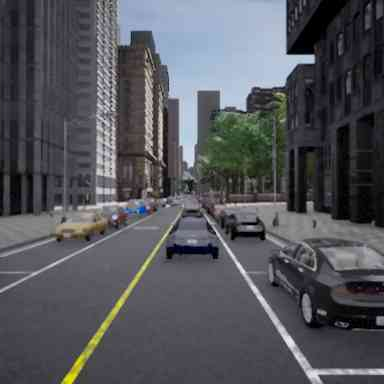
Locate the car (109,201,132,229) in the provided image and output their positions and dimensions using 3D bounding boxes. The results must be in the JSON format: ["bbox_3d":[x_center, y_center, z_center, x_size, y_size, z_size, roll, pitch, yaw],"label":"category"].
[{"bbox_3d":[-5.757,1.676,23.405,1.967,1.590,4.097,0,-1,0],"label":"car"}]

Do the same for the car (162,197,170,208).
[{"bbox_3d":[-5.746,2.177,61.816,1.947,1.339,4.313,0,-1,0],"label":"car"}]

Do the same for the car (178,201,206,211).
[{"bbox_3d":[0.028,1.794,28.506,1.837,1.490,4.892,0,0,0],"label":"car"}]

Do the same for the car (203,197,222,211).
[{"bbox_3d":[2.773,1.715,39.852,2.192,1.841,5.009,0,-1,0],"label":"car"}]

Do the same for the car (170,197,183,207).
[{"bbox_3d":[-3.005,2.192,63.561,1.994,1.385,4.181,0,-1,1],"label":"car"}]

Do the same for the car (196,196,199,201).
[{"bbox_3d":[2.786,2.405,88.354,1.947,1.339,4.313,0,0,0],"label":"car"}]

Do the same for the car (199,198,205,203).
[{"bbox_3d":[2.788,2.465,93.773,1.802,1.307,4.206,0,0,0],"label":"car"}]

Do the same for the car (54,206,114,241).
[{"bbox_3d":[-5.758,1.705,17.747,1.752,1.417,4.829,0,-1,0],"label":"car"}]

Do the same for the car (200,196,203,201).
[{"bbox_3d":[2.776,1.823,50.825,2.192,1.841,5.009,0,-1,0],"label":"car"}]

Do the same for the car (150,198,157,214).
[{"bbox_3d":[-5.752,1.840,39.867,1.967,1.590,4.097,0,-1,0],"label":"car"}]

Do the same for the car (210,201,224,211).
[{"bbox_3d":[2.770,1.818,29.047,1.752,1.417,4.829,0,-1,0],"label":"car"}]

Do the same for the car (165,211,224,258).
[{"bbox_3d":[0.025,1.703,13.504,1.994,1.385,4.181,0,0,0],"label":"car"}]

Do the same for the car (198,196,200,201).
[{"bbox_3d":[2.779,1.927,61.799,2.192,1.841,5.009,0,-1,0],"label":"car"}]

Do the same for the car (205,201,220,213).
[{"bbox_3d":[2.774,1.981,45.506,1.752,1.417,4.829,0,-1,0],"label":"car"}]

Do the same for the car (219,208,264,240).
[{"bbox_3d":[2.767,1.748,17.904,1.947,1.339,4.313,0,-1,0],"label":"car"}]

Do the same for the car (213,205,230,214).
[{"bbox_3d":[2.769,1.802,23.390,1.947,1.339,4.313,0,-1,0],"label":"car"}]

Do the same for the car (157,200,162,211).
[{"bbox_3d":[-5.751,1.769,45.355,2.192,1.841,5.009,0,-1,0],"label":"car"}]

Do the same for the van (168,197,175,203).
[{"bbox_3d":[-5.737,2.224,93.797,1.690,1.788,3.998,0,0,0],"label":"van"}]

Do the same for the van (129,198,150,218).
[{"bbox_3d":[-5.754,1.686,34.380,1.690,1.788,3.998,0,-1,0],"label":"van"}]

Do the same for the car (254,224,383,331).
[{"bbox_3d":[2.765,1.623,6.931,2.008,1.369,4.403,0,-1,0],"label":"car"}]

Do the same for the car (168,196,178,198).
[{"bbox_3d":[-5.739,2.154,88.377,2.192,1.841,5.009,0,0,0],"label":"car"}]

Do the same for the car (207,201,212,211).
[{"bbox_3d":[2.771,1.927,34.363,1.802,1.307,4.206,0,-1,0],"label":"car"}]
